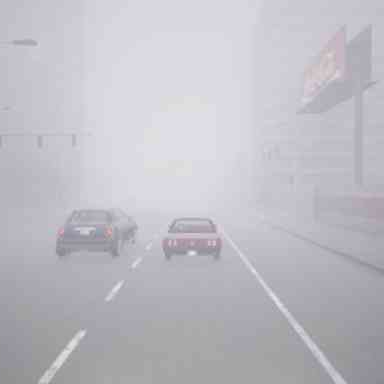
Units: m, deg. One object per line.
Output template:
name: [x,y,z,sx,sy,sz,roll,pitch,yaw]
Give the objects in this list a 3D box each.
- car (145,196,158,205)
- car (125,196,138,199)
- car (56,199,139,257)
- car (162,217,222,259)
car: [-7.077,1.429,58.486,2.128,1.511,4.902,0,0,1]
car: [-10.575,1.443,58.317,1.837,1.490,4.892,0,0,1]
car: [-3.465,1.338,12.950,2.097,1.767,4.553,0,0,1]
car: [0.029,1.587,12.433,1.895,1.301,4.718,0,0,1]
